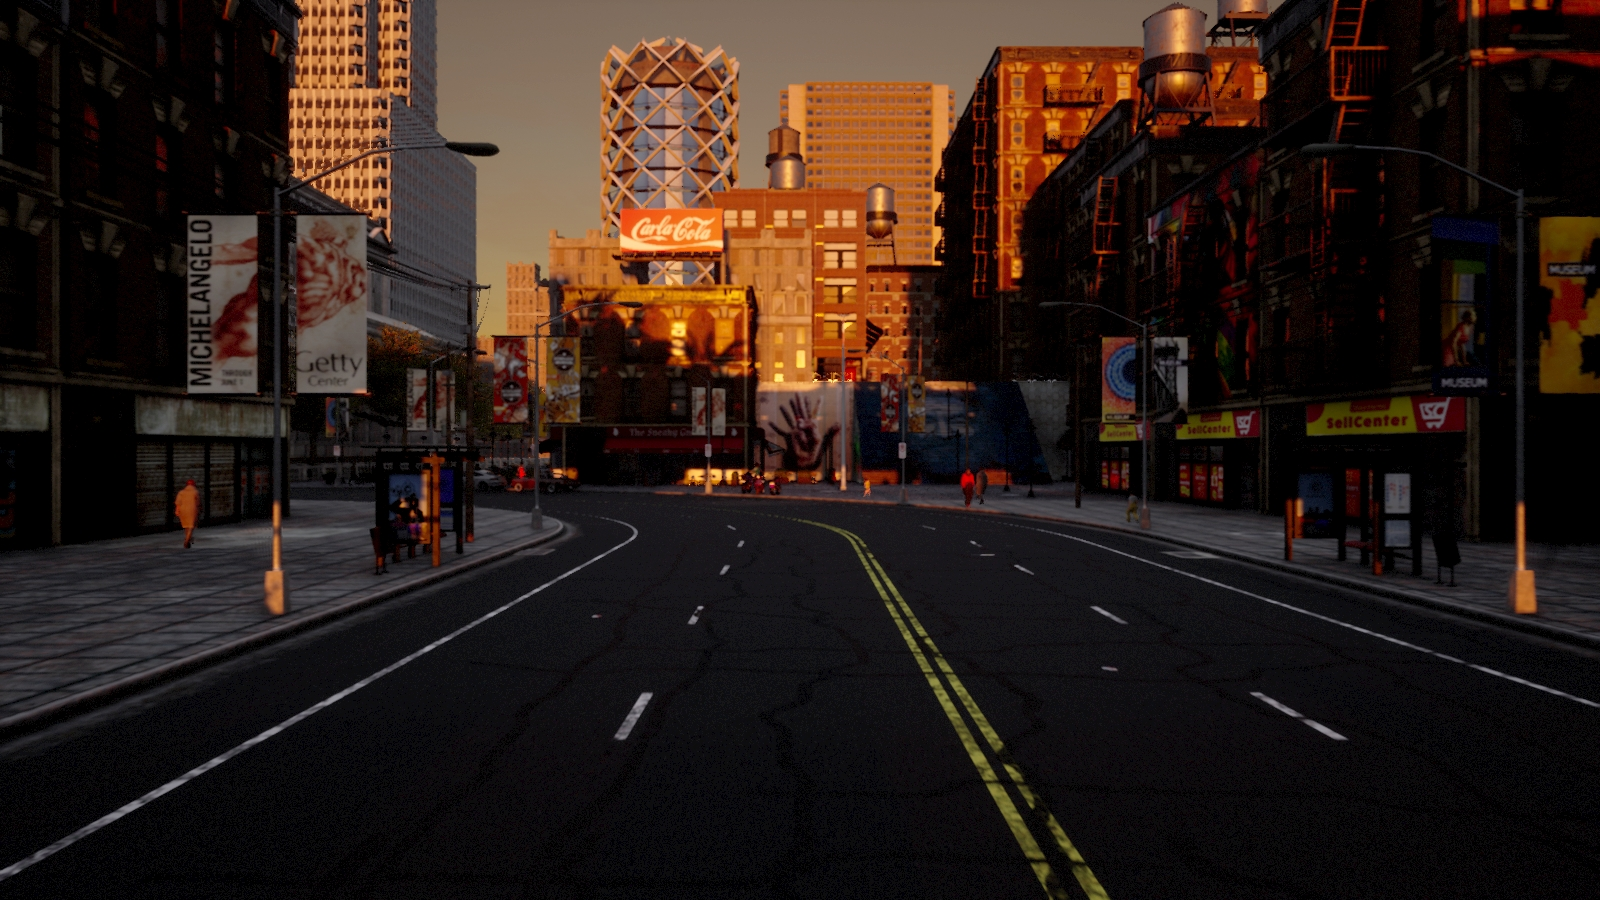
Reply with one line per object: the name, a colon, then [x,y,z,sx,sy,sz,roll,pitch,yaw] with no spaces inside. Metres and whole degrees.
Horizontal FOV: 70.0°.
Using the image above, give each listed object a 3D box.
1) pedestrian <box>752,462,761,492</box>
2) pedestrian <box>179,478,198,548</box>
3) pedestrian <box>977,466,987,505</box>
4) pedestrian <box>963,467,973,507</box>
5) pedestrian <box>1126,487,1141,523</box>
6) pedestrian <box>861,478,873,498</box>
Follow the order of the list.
pedestrian: [-2.746,1.701,72.019,0.375,1.860,0.375,0,0,44]
pedestrian: [-16.524,1.698,30.873,0.375,1.860,0.375,0,0,-13]
pedestrian: [8.741,1.699,54.838,0.375,1.860,0.375,0,0,-13]
pedestrian: [7.719,1.699,52.536,0.375,1.860,0.375,0,0,-13]
pedestrian: [12.050,1.979,41.323,0.375,1.300,0.375,0,0,-18]
pedestrian: [3.699,2.080,63.158,0.500,1.100,0.500,0,0,-33]
